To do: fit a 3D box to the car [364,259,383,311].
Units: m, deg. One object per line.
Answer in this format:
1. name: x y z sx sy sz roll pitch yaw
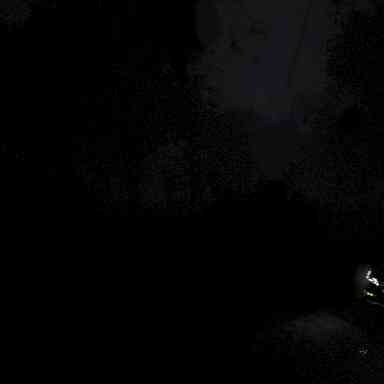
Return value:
1. car: 5.415 1.511 6.652 4.892 1.490 1.837 0 0 -33
